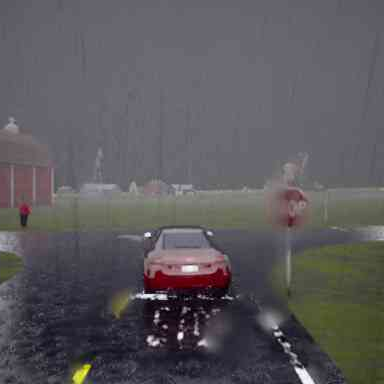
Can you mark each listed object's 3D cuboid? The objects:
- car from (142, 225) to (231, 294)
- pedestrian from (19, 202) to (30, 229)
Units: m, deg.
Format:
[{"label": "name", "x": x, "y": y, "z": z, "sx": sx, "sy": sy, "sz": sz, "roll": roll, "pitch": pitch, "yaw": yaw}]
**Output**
[{"label": "car", "x": -0.321, "y": 1.579, "z": 8.967, "sx": 1.994, "sy": 1.385, "sz": 4.181, "roll": 0, "pitch": 0, "yaw": -8}, {"label": "pedestrian", "x": -11.211, "y": 1.523, "z": 22.196, "sx": 0.375, "sy": 1.860, "sz": 0.375, "roll": 0, "pitch": 0, "yaw": 4}]
